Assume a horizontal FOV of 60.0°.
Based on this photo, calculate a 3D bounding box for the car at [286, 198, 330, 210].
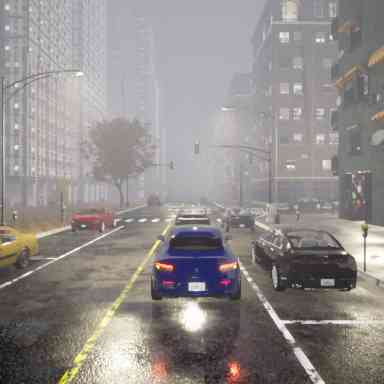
[{"bbox_3d":[13.352,1.359,39.245,4.403,1.369,2.008,-1,1,-1],"label":"car"}]

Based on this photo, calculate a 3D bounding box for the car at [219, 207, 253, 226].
[{"bbox_3d":[2.654,1.555,19.818,2.008,1.369,4.403,0,0,0],"label":"car"}]

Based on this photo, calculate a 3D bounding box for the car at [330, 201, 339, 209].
[{"bbox_3d":[18.749,1.259,39.310,4.829,1.417,1.752,-1,1,-1],"label":"car"}]

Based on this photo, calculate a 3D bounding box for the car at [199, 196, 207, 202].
[{"bbox_3d":[2.535,1.599,79.990,1.752,1.417,4.829,0,0,0],"label":"car"}]

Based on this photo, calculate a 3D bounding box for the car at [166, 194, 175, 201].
[{"bbox_3d":[-5.867,1.409,90.850,2.192,1.841,5.009,0,0,0],"label":"car"}]

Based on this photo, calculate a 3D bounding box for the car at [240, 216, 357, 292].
[{"bbox_3d":[2.676,1.552,8.752,2.008,1.369,4.403,0,0,0],"label":"car"}]

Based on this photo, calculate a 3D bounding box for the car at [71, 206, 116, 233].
[{"bbox_3d":[-5.726,1.549,19.802,1.887,1.381,4.507,0,0,0],"label":"car"}]

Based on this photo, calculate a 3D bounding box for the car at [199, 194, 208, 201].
[{"bbox_3d":[2.547,1.630,74.298,1.947,1.339,4.313,0,0,0],"label":"car"}]

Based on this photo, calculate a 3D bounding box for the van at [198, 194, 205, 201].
[{"bbox_3d":[2.524,1.424,85.344,1.690,1.788,3.998,0,0,0],"label":"van"}]

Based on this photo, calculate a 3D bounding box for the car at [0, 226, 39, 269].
[{"bbox_3d":[-5.704,1.526,8.566,1.752,1.417,4.829,0,0,0],"label":"car"}]

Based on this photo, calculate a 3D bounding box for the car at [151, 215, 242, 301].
[{"bbox_3d":[0.078,1.526,8.232,1.812,1.442,4.674,0,0,0],"label":"car"}]

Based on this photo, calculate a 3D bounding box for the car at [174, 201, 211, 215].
[{"bbox_3d":[0.045,1.495,18.334,2.128,1.511,4.902,0,0,0],"label":"car"}]

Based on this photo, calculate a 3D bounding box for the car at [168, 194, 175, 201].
[{"bbox_3d":[-5.856,1.649,85.328,1.947,1.339,4.313,0,0,0],"label":"car"}]

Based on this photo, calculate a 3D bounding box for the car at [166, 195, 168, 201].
[{"bbox_3d":[-5.802,1.607,57.713,1.947,1.339,4.313,0,0,0],"label":"car"}]

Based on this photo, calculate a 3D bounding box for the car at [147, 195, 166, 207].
[{"bbox_3d":[-5.791,1.349,52.190,2.192,1.841,5.009,0,0,0],"label":"car"}]
